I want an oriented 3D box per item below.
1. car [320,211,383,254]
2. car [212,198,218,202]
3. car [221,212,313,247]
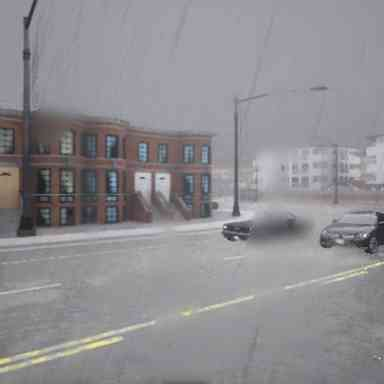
[{"bbox_3d":[7.007,1.525,13.670,4.674,1.442,1.812,0,0,-45],"label":"car"},{"bbox_3d":[2.690,1.528,58.277,1.812,1.442,4.674,0,0,-34],"label":"car"},{"bbox_3d":[3.546,1.600,15.306,4.718,1.301,1.895,0,0,-41],"label":"car"}]
